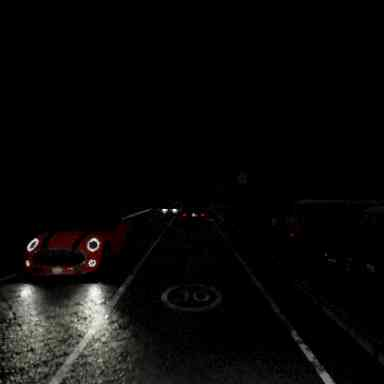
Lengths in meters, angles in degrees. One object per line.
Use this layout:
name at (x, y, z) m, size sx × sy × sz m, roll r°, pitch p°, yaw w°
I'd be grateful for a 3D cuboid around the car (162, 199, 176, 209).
car at (-3.323, 1.856, 50.615) m, size 1.812 × 1.442 × 4.674 m, roll 0°, pitch -1°, yaw 0°

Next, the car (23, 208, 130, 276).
car at (-3.347, 1.371, 10.515) m, size 2.097 × 1.767 × 4.553 m, roll 0°, pitch 0°, yaw 0°

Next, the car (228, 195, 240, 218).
car at (5.628, 1.288, 26.248) m, size 5.566 × 2.045 × 2.435 m, roll 0°, pitch 0°, yaw 0°

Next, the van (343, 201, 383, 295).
van at (5.720, 1.253, 6.626) m, size 4.442 × 1.987 × 1.878 m, roll 0°, pitch 0°, yaw 0°

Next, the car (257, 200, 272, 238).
car at (5.566, 1.367, 15.037) m, size 4.553 × 1.767 × 2.185 m, roll 0°, pitch 0°, yaw 0°

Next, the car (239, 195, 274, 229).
car at (5.625, 1.249, 17.838) m, size 5.566 × 2.045 × 2.435 m, roll 0°, pitch 0°, yaw 0°

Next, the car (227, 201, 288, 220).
car at (5.596, 1.560, 29.047) m, size 4.892 × 1.521 × 2.231 m, roll 0°, pitch 0°, yaw 0°

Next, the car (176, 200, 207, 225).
car at (0.103, 1.600, 24.729) m, size 2.033 × 1.411 × 5.357 m, roll 0°, pitch 0°, yaw 0°

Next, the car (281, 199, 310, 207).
car at (18.706, 1.936, 60.284) m, size 4.674 × 1.452 × 2.002 m, roll 0°, pitch -1°, yaw 0°

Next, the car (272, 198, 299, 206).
car at (18.709, 1.969, 66.706) m, size 4.892 × 1.521 × 2.231 m, roll 0°, pitch -1°, yaw 0°

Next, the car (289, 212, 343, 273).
car at (5.595, 1.484, 9.428) m, size 4.892 × 1.521 × 2.231 m, roll 0°, pitch 0°, yaw 0°

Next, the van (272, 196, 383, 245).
van at (5.483, 1.262, 12.233) m, size 4.442 × 1.987 × 1.878 m, roll 0°, pitch 0°, yaw 0°

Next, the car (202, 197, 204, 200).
car at (0.106, 1.732, 42.857) m, size 2.128 × 1.511 × 4.902 m, roll 0°, pitch -1°, yaw 0°

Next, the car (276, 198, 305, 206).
car at (18.717, 1.931, 63.433) m, size 5.008 × 1.535 × 2.097 m, roll 0°, pitch -1°, yaw 0°
